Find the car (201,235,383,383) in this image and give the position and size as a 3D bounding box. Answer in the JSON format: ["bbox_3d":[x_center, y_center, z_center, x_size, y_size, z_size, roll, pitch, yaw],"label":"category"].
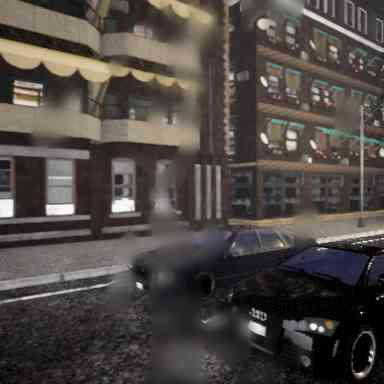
[{"bbox_3d":[2.459,1.573,5.438,4.181,1.385,1.994,0,0,-35],"label":"car"}]

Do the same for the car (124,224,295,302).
[{"bbox_3d":[1.079,1.557,8.447,5.357,1.411,2.033,0,0,-35],"label":"car"}]
